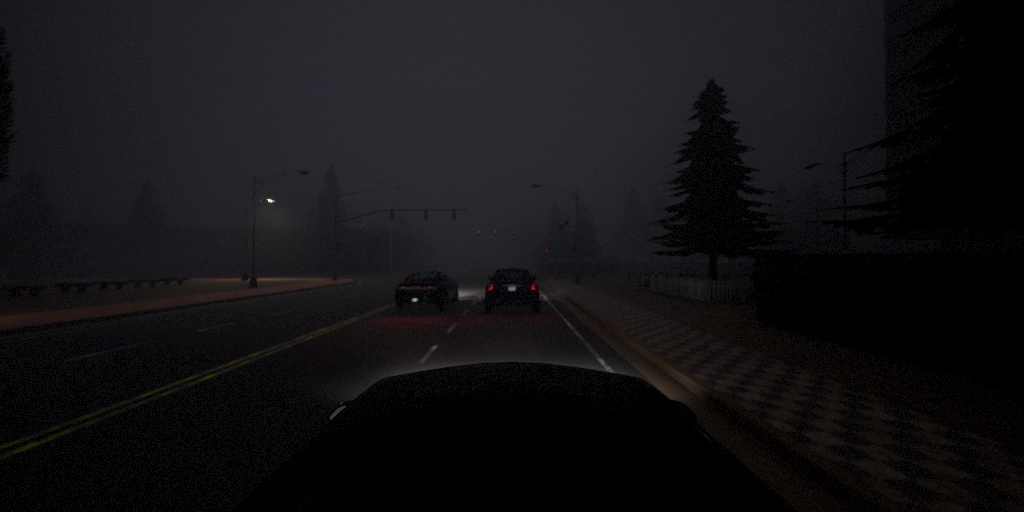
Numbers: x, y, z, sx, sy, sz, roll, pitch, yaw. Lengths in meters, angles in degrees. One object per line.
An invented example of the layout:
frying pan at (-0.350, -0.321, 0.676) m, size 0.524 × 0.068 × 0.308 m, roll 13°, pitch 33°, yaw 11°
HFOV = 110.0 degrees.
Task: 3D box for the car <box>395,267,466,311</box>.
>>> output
car at (-3.485, 1.393, 15.335) m, size 2.128 × 1.511 × 4.902 m, roll 0°, pitch 0°, yaw 0°

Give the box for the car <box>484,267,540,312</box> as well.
car at (0.015, 1.250, 15.257) m, size 2.097 × 1.767 × 4.553 m, roll 0°, pitch -1°, yaw 0°
